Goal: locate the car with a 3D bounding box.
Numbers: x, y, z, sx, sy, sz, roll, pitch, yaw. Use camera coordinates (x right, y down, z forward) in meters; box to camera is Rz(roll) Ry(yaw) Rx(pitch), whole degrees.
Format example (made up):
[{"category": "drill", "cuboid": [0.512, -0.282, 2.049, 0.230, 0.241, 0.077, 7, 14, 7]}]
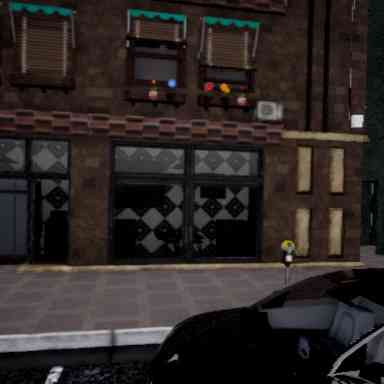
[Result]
[{"category": "car", "cuboid": [1.799, 1.546, 3.339, 4.313, 1.339, 1.947, 1, 1, -10]}]
